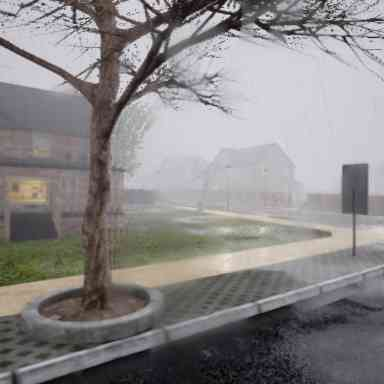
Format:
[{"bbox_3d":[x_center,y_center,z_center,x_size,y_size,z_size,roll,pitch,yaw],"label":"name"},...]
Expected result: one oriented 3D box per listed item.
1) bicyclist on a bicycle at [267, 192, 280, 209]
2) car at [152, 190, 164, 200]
[{"bbox_3d":[7.926,0.854,32.445,1.656,1.620,0.582,0,1,-28],"label":"bicyclist on a bicycle"},{"bbox_3d":[-6.018,0.477,52.354,1.837,1.490,4.892,1,1,-28],"label":"car"}]
